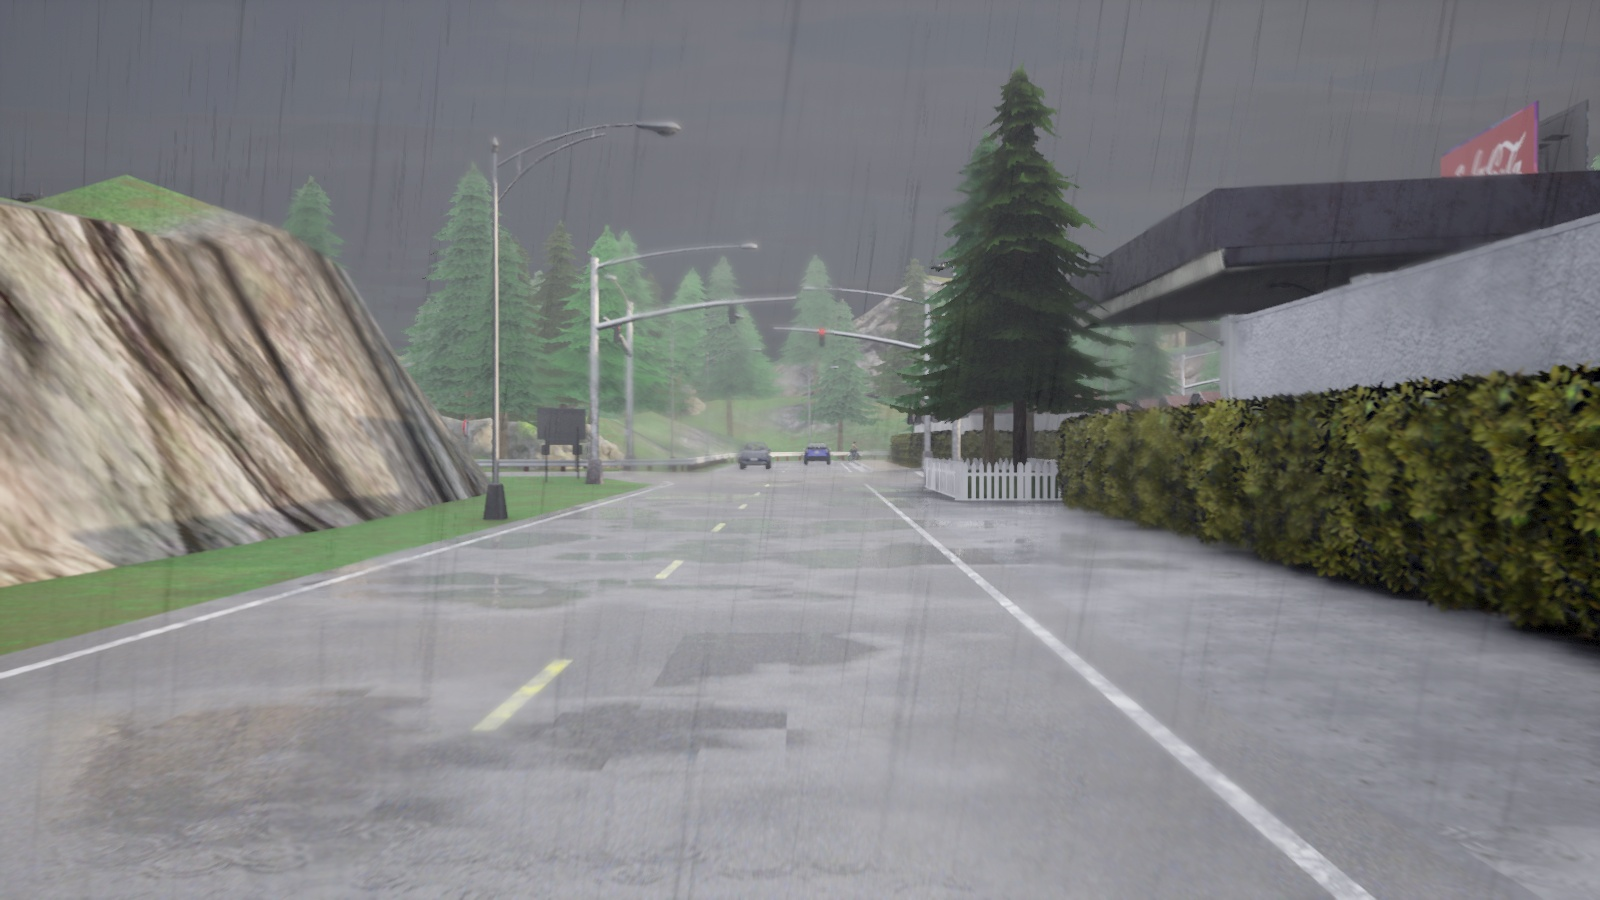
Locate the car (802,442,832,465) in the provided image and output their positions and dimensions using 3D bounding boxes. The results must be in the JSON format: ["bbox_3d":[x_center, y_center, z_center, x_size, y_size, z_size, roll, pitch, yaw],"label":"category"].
[{"bbox_3d":[1.157,0.203,87.061,2.007,1.525,4.514,0,0,1],"label":"car"}]

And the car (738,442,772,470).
[{"bbox_3d":[-2.546,0.319,71.659,1.789,1.549,3.705,0,0,1],"label":"car"}]
